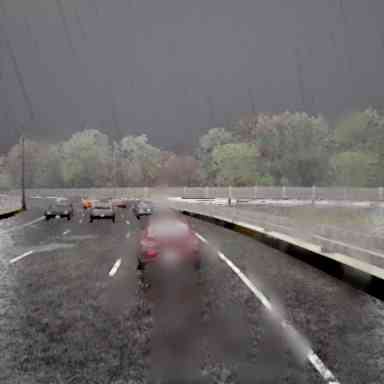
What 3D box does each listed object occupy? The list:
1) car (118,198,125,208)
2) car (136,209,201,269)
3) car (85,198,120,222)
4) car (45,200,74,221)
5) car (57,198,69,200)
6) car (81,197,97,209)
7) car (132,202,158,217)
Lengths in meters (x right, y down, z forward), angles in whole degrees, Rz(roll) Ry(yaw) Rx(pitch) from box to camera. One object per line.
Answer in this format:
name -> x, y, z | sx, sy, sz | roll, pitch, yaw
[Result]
car -> -10.807, 1.594, 47.103 | 1.994, 1.385, 4.181 | 0, 0, -25
car -> -0.801, 1.527, 11.065 | 1.812, 1.442, 4.674 | 0, 0, -6
car -> -7.057, 1.513, 26.399 | 2.128, 1.511, 4.902 | 0, 0, -14
car -> -11.012, 1.635, 27.921 | 1.895, 1.301, 4.718 | 0, 0, -15
car -> -17.528, 1.545, 45.022 | 2.128, 1.511, 4.902 | 0, 0, -25
car -> -13.841, 1.394, 45.352 | 2.097, 1.767, 4.553 | 0, 0, -24
car -> -4.182, 1.557, 29.444 | 2.033, 1.411, 5.357 | 0, 0, -15
